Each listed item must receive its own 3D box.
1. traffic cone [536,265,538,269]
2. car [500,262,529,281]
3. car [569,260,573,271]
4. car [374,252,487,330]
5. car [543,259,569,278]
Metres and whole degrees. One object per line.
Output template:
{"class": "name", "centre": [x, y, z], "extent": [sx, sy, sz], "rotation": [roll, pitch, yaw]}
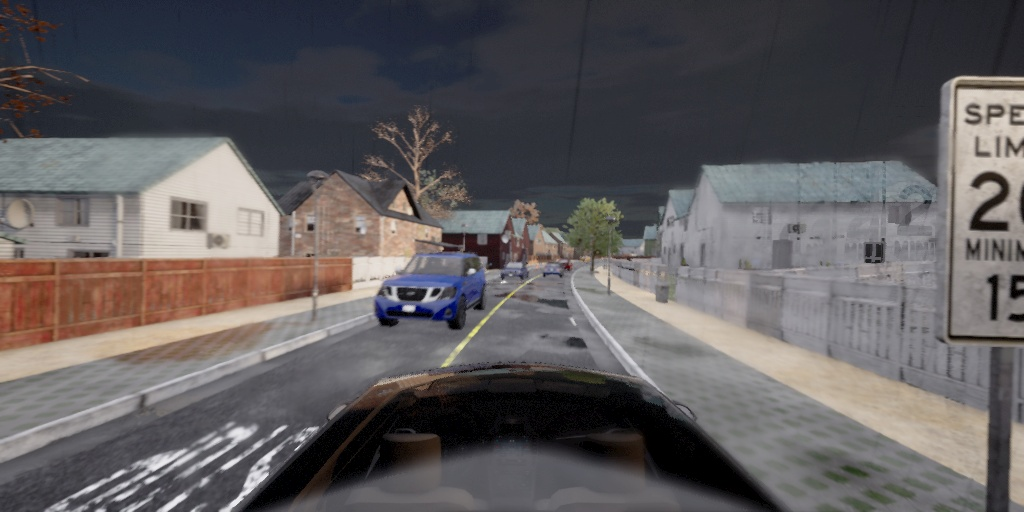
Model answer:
{"class": "traffic cone", "centre": [3.605, 1.518, 50.808], "extent": [0.340, 0.580, 0.340], "rotation": [0, 0, 15]}
{"class": "car", "centre": [0.304, 1.225, 30.304], "extent": [1.812, 1.442, 4.674], "rotation": [2, 0, 10]}
{"class": "car", "centre": [7.114, 1.184, 48.549], "extent": [1.882, 1.535, 5.008], "rotation": [2, 1, 15]}
{"class": "car", "centre": [-2.189, 0.897, 11.285], "extent": [2.150, 2.045, 5.566], "rotation": [2, 0, 5]}
{"class": "car", "centre": [4.119, 1.314, 35.192], "extent": [2.033, 1.411, 5.357], "rotation": [2, 0, 12]}
